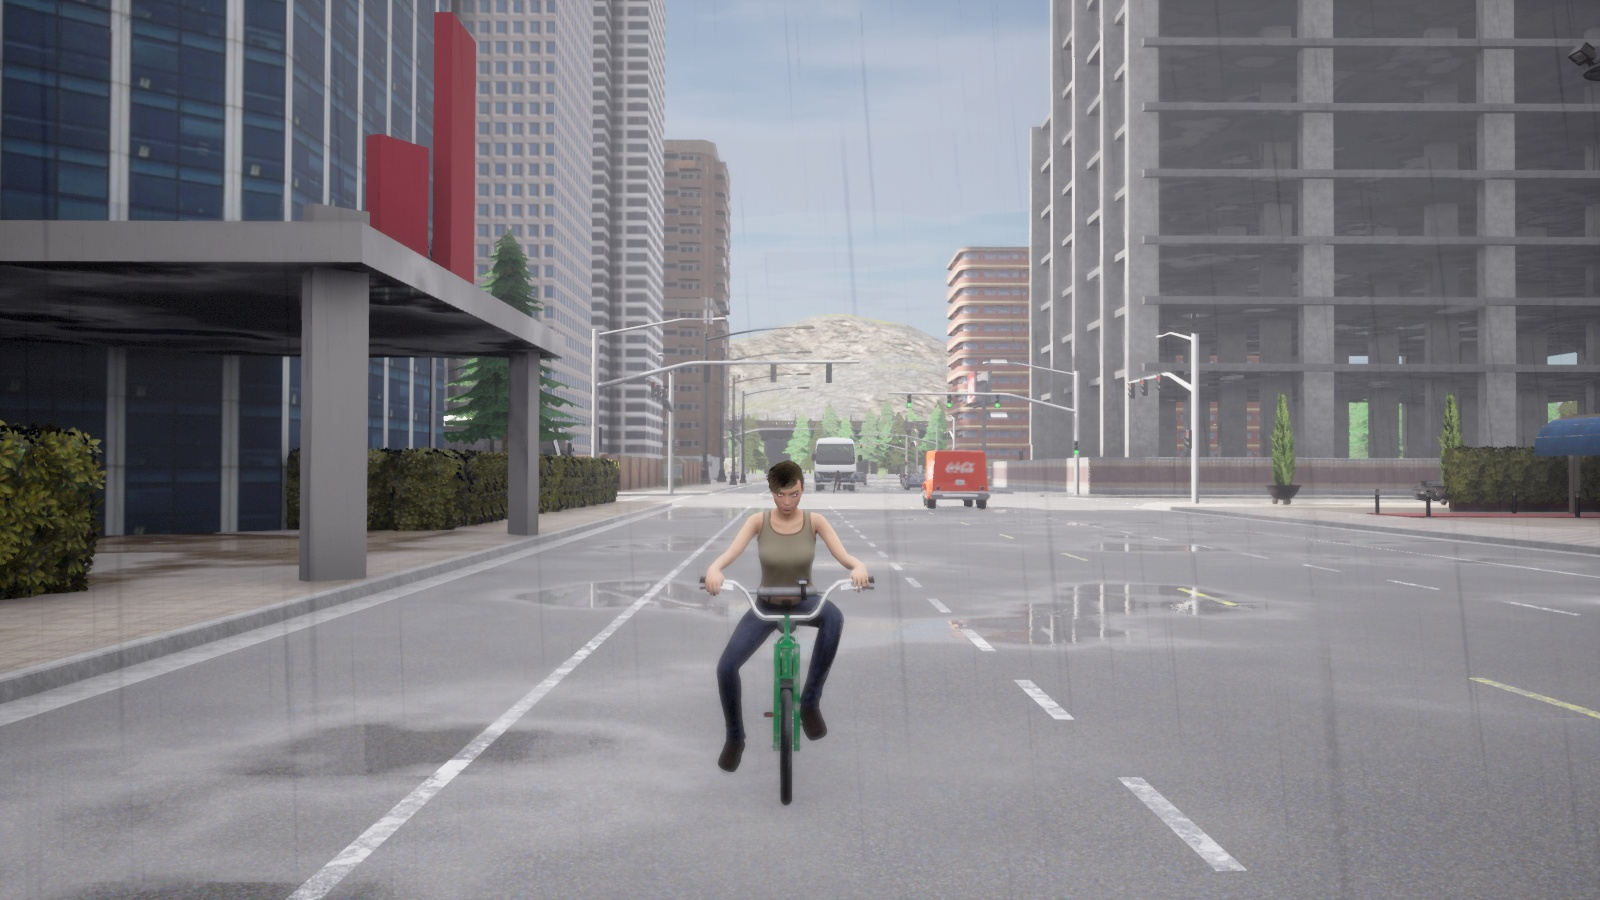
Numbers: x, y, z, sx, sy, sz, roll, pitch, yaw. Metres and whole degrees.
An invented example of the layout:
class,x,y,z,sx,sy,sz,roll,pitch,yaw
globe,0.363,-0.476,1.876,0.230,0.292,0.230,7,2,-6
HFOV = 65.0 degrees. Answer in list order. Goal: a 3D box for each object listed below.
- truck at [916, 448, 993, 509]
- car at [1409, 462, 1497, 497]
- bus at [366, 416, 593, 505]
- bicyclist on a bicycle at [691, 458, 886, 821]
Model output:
class,x,y,z,sx,sy,sz,roll,pitch,yaw
truck,6.584,1.212,54.302,2.627,2.467,5.204,0,-1,-1
car,36.151,1.631,69.565,3.866,1.878,1.905,0,-1,0
bus,-15.772,0.549,62.540,10.273,4.253,3.944,0,-1,0
bicyclist on a bicycle,-0.061,0.858,6.372,0.866,1.612,1.509,0,-1,-1
